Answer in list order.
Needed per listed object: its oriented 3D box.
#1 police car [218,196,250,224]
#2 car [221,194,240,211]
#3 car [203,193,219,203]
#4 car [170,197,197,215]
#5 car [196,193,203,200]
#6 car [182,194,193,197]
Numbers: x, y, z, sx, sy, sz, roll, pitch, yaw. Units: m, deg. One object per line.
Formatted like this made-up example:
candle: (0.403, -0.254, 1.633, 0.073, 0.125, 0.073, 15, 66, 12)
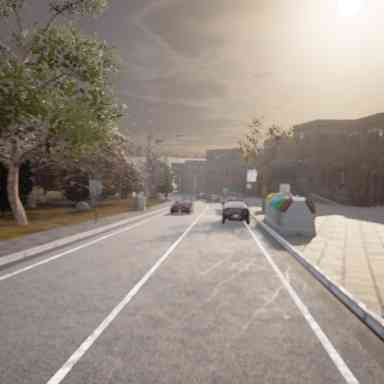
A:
police car: (3.080, 1.334, 23.972, 1.930, 1.638, 5.238, 1, 0, 5)
car: (4.553, 1.178, 39.863, 2.097, 1.767, 4.553, 1, 0, 5)
car: (3.760, 1.164, 60.301, 2.128, 1.511, 4.902, 0, 0, -5)
car: (-0.901, 1.404, 31.452, 1.895, 1.301, 4.718, 1, 0, 5)
car: (2.069, 0.962, 75.443, 1.837, 1.490, 4.892, -1, 0, -11)
car: (-0.951, 1.149, 71.958, 1.895, 1.301, 4.718, 0, 0, -7)
